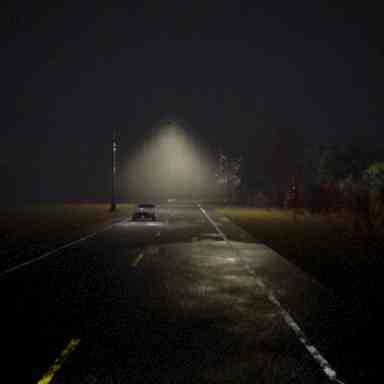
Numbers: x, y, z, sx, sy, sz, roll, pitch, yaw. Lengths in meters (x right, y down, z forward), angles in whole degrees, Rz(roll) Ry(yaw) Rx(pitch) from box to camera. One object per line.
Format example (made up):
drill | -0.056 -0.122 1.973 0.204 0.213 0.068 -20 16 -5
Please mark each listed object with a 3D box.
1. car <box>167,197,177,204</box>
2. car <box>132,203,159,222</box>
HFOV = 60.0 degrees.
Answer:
car | -4.001 1.728 68.304 1.812 1.442 4.674 0 0 0
car | -3.794 1.627 27.882 1.812 1.442 4.674 0 0 0
